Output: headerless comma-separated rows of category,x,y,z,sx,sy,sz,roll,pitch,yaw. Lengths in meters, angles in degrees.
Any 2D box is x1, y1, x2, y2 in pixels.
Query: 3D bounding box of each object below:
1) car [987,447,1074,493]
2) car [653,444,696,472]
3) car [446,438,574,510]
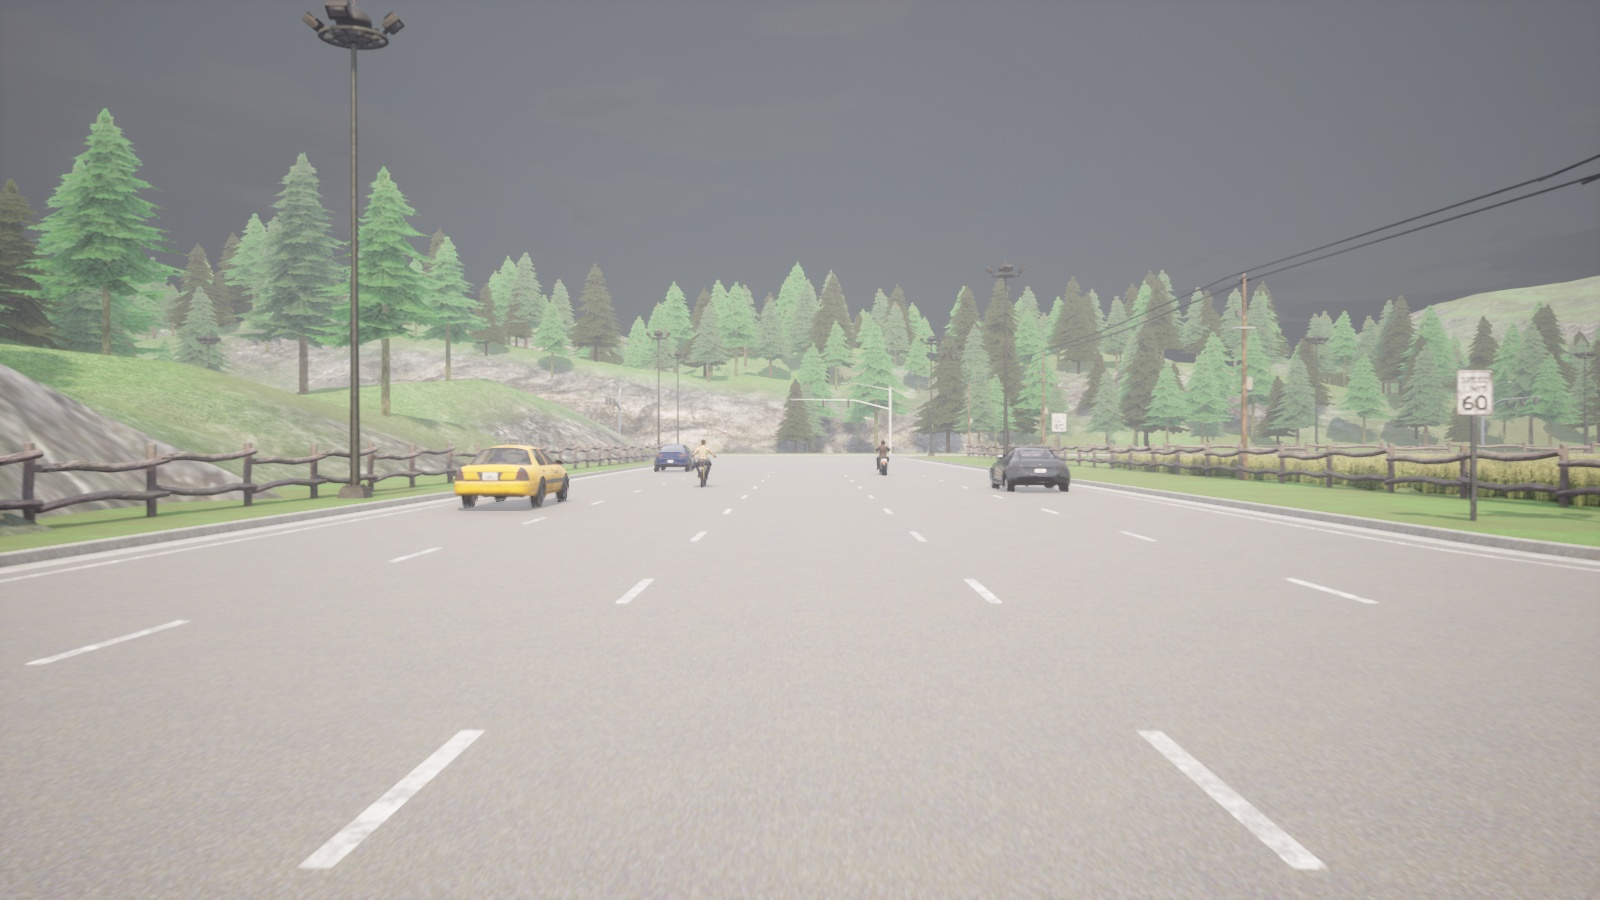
car,7.240,0.591,39.861,1.994,1.385,4.181,0,0,0
car,-6.609,0.392,66.603,1.812,1.442,4.674,0,0,0
car,-6.815,0.510,30.107,1.801,1.575,5.366,0,0,0
